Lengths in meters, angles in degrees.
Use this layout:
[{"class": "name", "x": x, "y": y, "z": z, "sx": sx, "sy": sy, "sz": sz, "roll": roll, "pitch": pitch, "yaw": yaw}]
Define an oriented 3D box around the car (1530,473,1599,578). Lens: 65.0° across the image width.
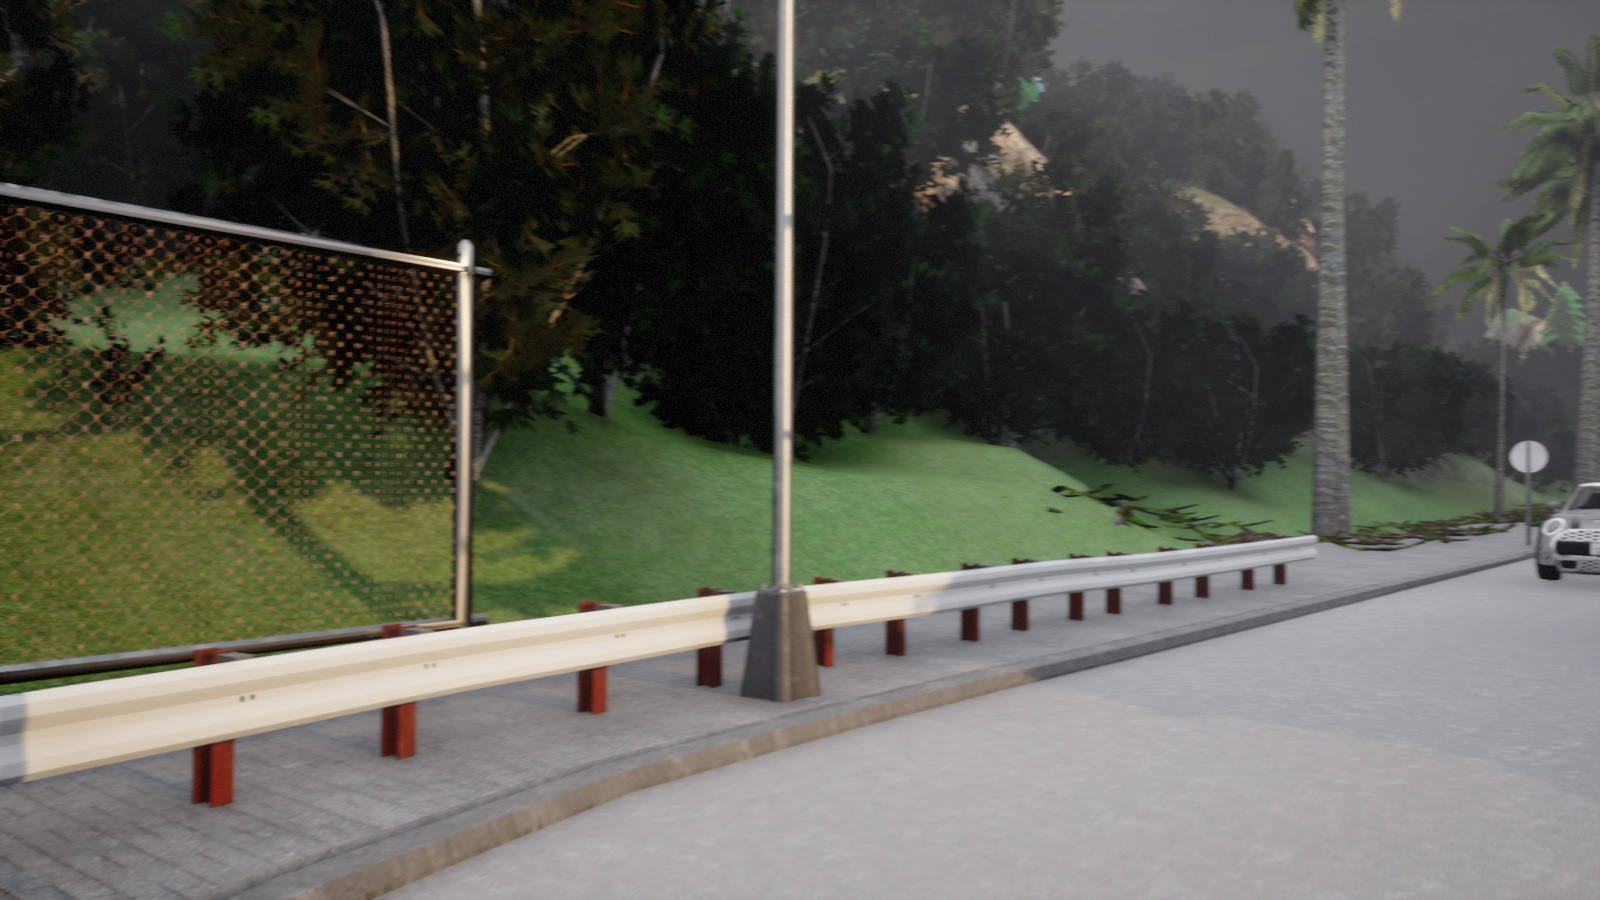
[{"class": "car", "x": 12.635, "y": 1.091, "z": 19.133, "sx": 1.970, "sy": 1.475, "sz": 3.806, "roll": -1, "pitch": -1, "yaw": 40}]
